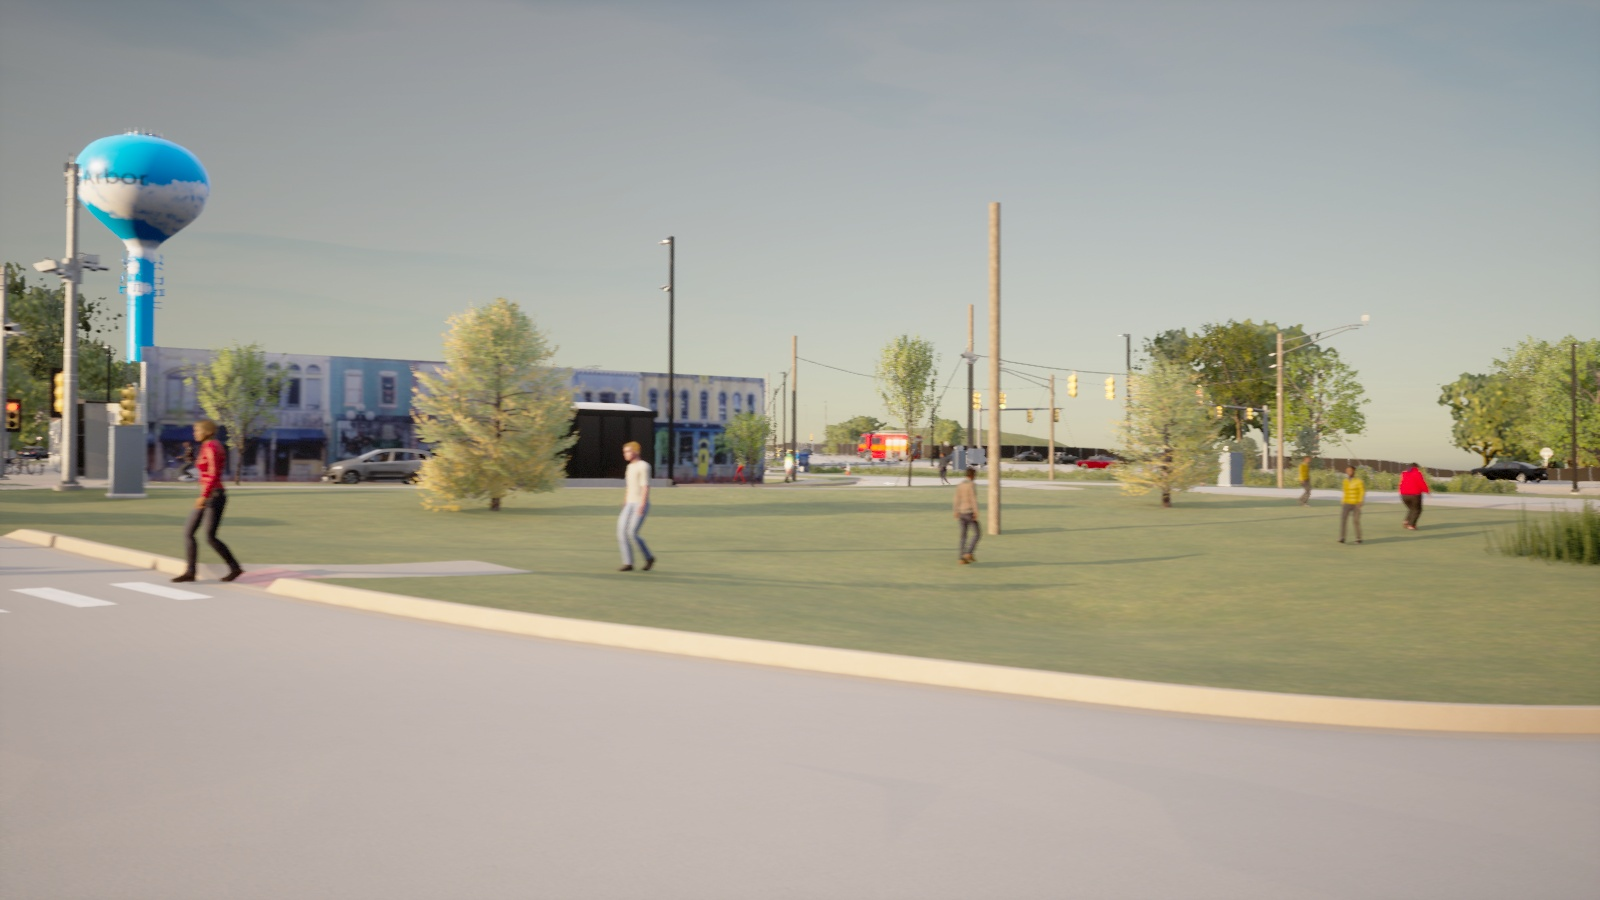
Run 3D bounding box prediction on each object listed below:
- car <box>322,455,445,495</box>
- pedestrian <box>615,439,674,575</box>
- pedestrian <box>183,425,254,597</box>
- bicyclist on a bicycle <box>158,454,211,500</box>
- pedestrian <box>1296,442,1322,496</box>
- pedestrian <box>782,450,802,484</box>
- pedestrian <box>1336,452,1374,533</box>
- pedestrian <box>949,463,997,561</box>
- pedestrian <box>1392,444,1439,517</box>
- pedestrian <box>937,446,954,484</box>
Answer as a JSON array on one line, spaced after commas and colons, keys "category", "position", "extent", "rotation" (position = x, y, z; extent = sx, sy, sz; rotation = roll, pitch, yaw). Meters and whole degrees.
[{"category": "car", "position": [-17.865, 1.067, 53.906], "extent": [4.611, 1.667, 2.242], "rotation": [0, -2, -32]}, {"category": "pedestrian", "position": [-2.140, 0.773, 17.315], "extent": [0.706, 1.836, 0.354], "rotation": [0, -1, -40]}, {"category": "pedestrian", "position": [-6.390, 0.657, 13.799], "extent": [0.636, 1.846, 0.331], "rotation": [0, -1, -37]}, {"category": "bicyclist on a bicycle", "position": [-24.404, 1.070, 49.804], "extent": [1.843, 1.776, 0.659], "rotation": [0, -2, -32]}, {"category": "pedestrian", "position": [17.712, 0.664, 43.706], "extent": [0.431, 1.840, 0.709], "rotation": [0, -1, -27]}, {"category": "pedestrian", "position": [-0.476, 0.960, 71.978], "extent": [0.873, 1.952, 0.659], "rotation": [0, -1, -38]}, {"category": "pedestrian", "position": [12.697, 0.964, 28.729], "extent": [0.709, 1.840, 0.431], "rotation": [0, -1, -35]}, {"category": "pedestrian", "position": [3.241, 1.147, 23.489], "extent": [0.869, 1.805, 0.328], "rotation": [0, -1, -35]}, {"category": "pedestrian", "position": [15.820, 0.791, 32.275], "extent": [0.899, 1.844, 0.634], "rotation": [0, -1, -30]}, {"category": "pedestrian", "position": [7.604, 0.794, 65.747], "extent": [0.423, 1.949, 0.788], "rotation": [0, -1, -32]}]
